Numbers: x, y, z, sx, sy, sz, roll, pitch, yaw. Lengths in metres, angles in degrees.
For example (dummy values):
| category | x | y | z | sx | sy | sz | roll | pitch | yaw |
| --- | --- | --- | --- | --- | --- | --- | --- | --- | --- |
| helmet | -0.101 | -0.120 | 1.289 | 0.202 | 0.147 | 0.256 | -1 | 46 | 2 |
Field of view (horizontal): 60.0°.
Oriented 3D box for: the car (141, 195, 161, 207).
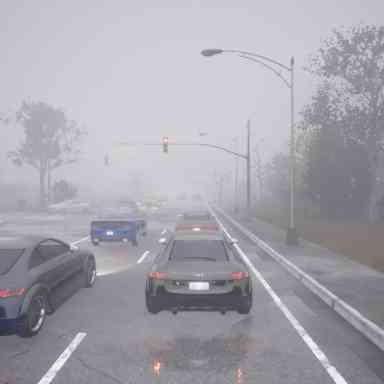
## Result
| category | x | y | z | sx | sy | sz | roll | pitch | yaw |
| --- | --- | --- | --- | --- | --- | --- | --- | --- | --- |
| car | -6.402 | 1.351 | 50.833 | 2.097 | 1.767 | 4.553 | 0 | 0 | 1 |

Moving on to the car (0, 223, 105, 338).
| category | x | y | z | sx | sy | sz | roll | pitch | yaw |
| --- | --- | --- | --- | --- | --- | --- | --- | --- | --- |
| car | -3.357 | 1.564 | 6.633 | 1.994 | 1.385 | 4.181 | 0 | 0 | 0 |

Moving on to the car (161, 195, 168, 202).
| category | x | y | z | sx | sy | sz | roll | pitch | yaw |
| --- | --- | --- | --- | --- | --- | --- | --- | --- | --- |
| car | -6.018 | 1.320 | 68.563 | 2.033 | 1.411 | 5.357 | 0 | 2 | 1 |

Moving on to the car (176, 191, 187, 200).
| category | x | y | z | sx | sy | sz | roll | pitch | yaw |
| --- | --- | --- | --- | --- | --- | --- | --- | --- | --- |
| car | -2.418 | 1.045 | 74.092 | 1.994 | 1.385 | 4.181 | 0 | 3 | 1 |

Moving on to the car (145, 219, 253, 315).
| category | x | y | z | sx | sy | sz | roll | pitch | yaw |
| --- | --- | --- | --- | --- | --- | --- | --- | --- | --- |
| car | 0.145 | 1.564 | 7.659 | 1.994 | 1.385 | 4.181 | 0 | 0 | 1 |

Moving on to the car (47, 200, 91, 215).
| category | x | y | z | sx | sy | sz | roll | pitch | yaw |
| --- | --- | --- | --- | --- | --- | --- | --- | --- | --- |
| car | -12.521 | 1.525 | 34.295 | 1.812 | 1.442 | 4.674 | 1 | 0 | 33 |

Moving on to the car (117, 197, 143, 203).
| category | x | y | z | sx | sy | sz | roll | pitch | yaw |
| --- | --- | --- | --- | --- | --- | --- | --- | --- | --- |
| car | -6.700 | 1.493 | 33.445 | 2.128 | 1.511 | 4.902 | 0 | 0 | 1 |

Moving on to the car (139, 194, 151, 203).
| category | x | y | z | sx | sy | sz | roll | pitch | yaw |
| --- | --- | --- | --- | --- | --- | --- | --- | --- | --- |
| car | -9.534 | 1.314 | 67.793 | 1.837 | 1.490 | 4.892 | 0 | 2 | 1 |

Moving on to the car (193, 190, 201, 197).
| category | x | y | z | sx | sy | sz | roll | pitch | yaw |
| --- | --- | --- | --- | --- | --- | --- | --- | --- | --- |
| car | 1.249 | 0.317 | 84.031 | 1.837 | 1.490 | 4.892 | 0 | 3 | 1 |

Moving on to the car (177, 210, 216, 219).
| category | x | y | z | sx | sy | sz | roll | pitch | yaw |
| --- | --- | --- | --- | --- | --- | --- | --- | --- | --- |
| car | 0.232 | 1.564 | 16.058 | 1.994 | 1.385 | 4.181 | 0 | 0 | 1 |

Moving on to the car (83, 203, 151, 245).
| category | x | y | z | sx | sy | sz | roll | pitch | yaw |
| --- | --- | --- | --- | --- | --- | --- | --- | --- | --- |
| car | -3.279 | 1.478 | 15.620 | 1.882 | 1.535 | 5.008 | 0 | 0 | -1 |

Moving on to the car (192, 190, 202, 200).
| category | x | y | z | sx | sy | sz | roll | pitch | yaw |
| --- | --- | --- | --- | --- | --- | --- | --- | --- | --- |
| car | 1.081 | 0.850 | 73.994 | 2.097 | 1.767 | 4.553 | 0 | 3 | 1 |

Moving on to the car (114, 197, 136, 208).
| category | x | y | z | sx | sy | sz | roll | pitch | yaw |
| --- | --- | --- | --- | --- | --- | --- | --- | --- | --- |
| car | -9.926 | 1.492 | 49.563 | 2.128 | 1.511 | 4.902 | 0 | 0 | 1 |
